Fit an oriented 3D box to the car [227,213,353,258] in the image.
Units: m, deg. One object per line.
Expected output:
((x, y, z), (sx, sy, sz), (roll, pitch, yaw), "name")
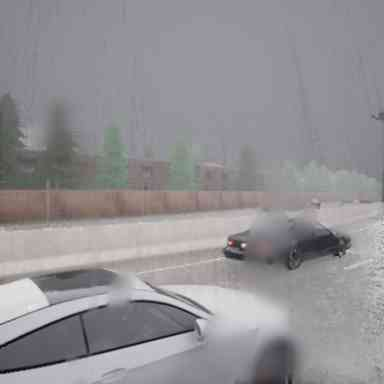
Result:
((3.404, 1.590, 11.179), (5.357, 1.411, 2.033), (0, 0, -41), "car")

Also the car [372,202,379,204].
((31.772, 1.747, 57.566), (2.033, 1.411, 5.357), (0, 0, 36), "car")

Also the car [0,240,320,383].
((-0.877, 1.541, 3.337), (4.674, 1.442, 1.812), (0, 0, -36), "car")

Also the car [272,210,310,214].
((7.174, 1.643, 25.018), (2.033, 1.411, 5.357), (0, 0, 42), "car")
